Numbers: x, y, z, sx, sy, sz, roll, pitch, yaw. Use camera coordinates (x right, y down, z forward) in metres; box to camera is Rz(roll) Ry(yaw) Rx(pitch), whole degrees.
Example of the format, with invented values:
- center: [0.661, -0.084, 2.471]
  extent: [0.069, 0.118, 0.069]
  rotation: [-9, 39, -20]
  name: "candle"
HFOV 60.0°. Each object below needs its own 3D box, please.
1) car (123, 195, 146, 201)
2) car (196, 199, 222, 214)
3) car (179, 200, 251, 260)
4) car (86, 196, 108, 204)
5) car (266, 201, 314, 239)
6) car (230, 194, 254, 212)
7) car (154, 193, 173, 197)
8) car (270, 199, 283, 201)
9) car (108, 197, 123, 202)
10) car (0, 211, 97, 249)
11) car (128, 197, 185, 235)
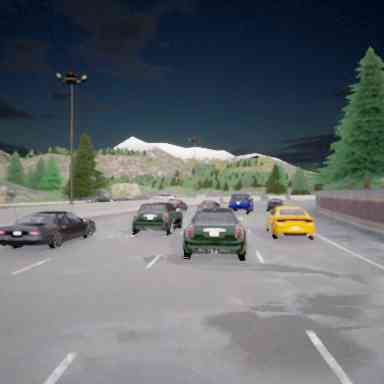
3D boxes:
- center: [-9.367, 1.310, 57.822]
  extent: [2.097, 1.767, 4.553]
  rotation: [0, 0, 22]
  name: "car"
- center: [1.956, 1.556, 36.584]
  extent: [1.994, 1.385, 4.181]
  rotation: [0, 0, 16]
  name: "car"
- center: [0.906, 1.350, 12.704]
  extent: [2.097, 1.767, 4.553]
  rotation: [0, 0, 5]
  name: "car"
- center: [-16.609, 1.432, 58.656]
  extent: [2.128, 1.511, 4.902]
  rotation: [0, 0, 22]
  name: "car"
- center: [4.995, 1.484, 17.406]
  extent: [1.882, 1.535, 5.008]
  rotation: [0, 0, 8]
  name: "car"
- center: [5.386, 1.222, 35.992]
  extent: [2.150, 2.045, 5.566]
  rotation: [0, 0, 16]
  name: "car"
- center: [-5.223, 1.189, 58.792]
  extent: [2.150, 2.045, 5.566]
  rotation: [0, 0, 24]
  name: "car"
- center: [9.504, 1.515, 37.453]
  extent: [1.837, 1.490, 4.892]
  rotation: [0, 0, 17]
  name: "car"
- center: [-12.506, 1.514, 59.427]
  extent: [1.994, 1.385, 4.181]
  rotation: [0, 0, 22]
  name: "car"
- center: [-5.994, 1.528, 14.437]
  extent: [2.033, 1.411, 5.357]
  rotation: [0, 0, 6]
  name: "car"
- center: [-1.816, 1.341, 19.026]
  extent: [2.097, 1.767, 4.553]
  rotation: [0, 0, 8]
  name: "car"
